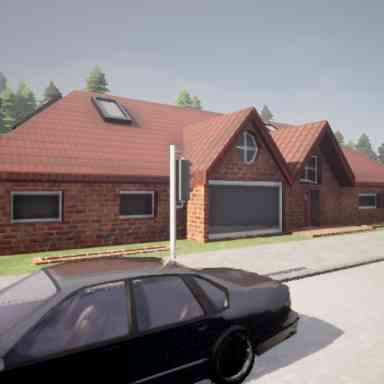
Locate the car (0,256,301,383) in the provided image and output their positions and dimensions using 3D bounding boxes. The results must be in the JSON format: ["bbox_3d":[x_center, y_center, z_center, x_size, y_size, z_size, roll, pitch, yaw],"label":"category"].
[{"bbox_3d":[-1.104,1.547,3.849,5.357,1.411,2.033,0,0,-33],"label":"car"}]
